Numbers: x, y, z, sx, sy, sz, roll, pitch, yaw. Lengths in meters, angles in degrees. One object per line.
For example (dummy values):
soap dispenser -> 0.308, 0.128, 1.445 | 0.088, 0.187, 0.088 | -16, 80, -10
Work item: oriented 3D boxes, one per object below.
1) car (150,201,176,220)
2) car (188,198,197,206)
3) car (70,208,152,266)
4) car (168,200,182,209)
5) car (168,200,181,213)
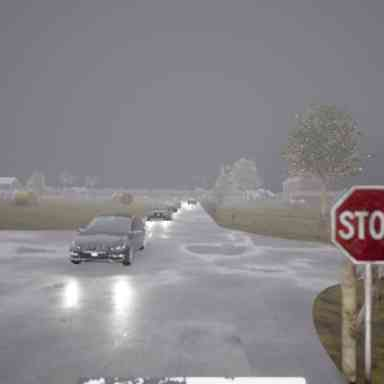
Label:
car -> -2.837, 1.805, 30.234 | 1.994, 1.385, 4.181 | 0, 0, 1
car -> 0.018, 2.073, 70.566 | 1.882, 1.535, 5.008 | 0, -1, 0
car -> -2.798, 1.547, 12.018 | 1.837, 1.490, 4.892 | 2, 0, 0
car -> -2.790, 2.060, 55.401 | 1.895, 1.301, 4.718 | 0, -1, 0
car -> -2.832, 1.825, 42.955 | 1.882, 1.535, 5.008 | 0, -1, 0
